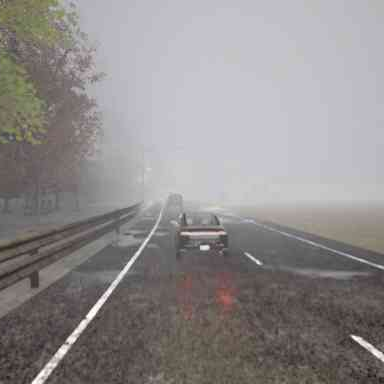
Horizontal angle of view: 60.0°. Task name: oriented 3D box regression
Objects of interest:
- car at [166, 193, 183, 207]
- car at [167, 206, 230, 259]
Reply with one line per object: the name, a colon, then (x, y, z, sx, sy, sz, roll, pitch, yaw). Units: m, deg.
car: (-2.382, 1.265, 46.636, 2.150, 2.045, 5.566, 0, 0, -4)
car: (0.211, 1.511, 12.701, 2.128, 1.511, 4.902, 0, 0, -4)
